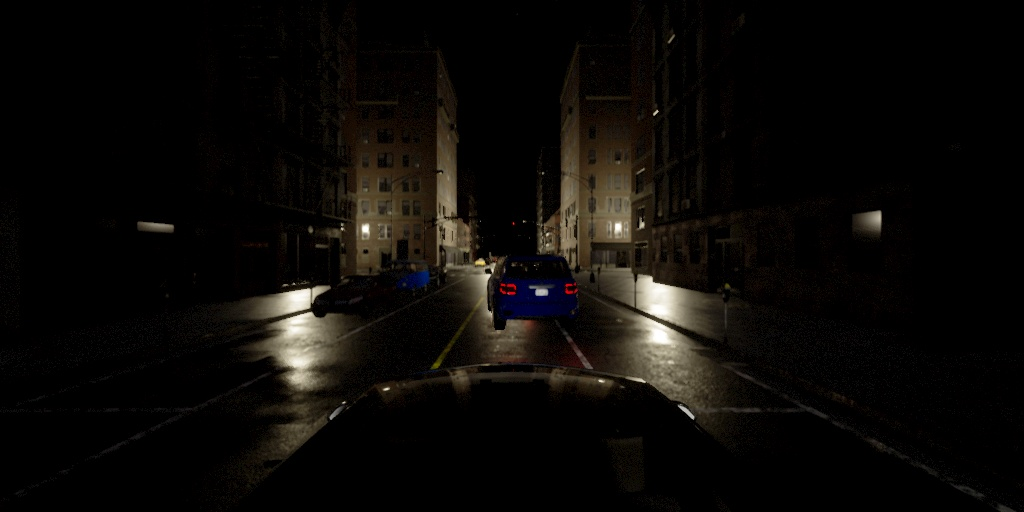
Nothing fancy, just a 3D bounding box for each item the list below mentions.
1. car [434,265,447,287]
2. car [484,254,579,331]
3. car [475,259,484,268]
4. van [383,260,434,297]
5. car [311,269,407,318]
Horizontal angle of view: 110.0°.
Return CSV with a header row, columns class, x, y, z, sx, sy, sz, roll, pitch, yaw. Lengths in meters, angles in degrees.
class,x,y,z,sx,sy,sz,roll,pitch,yaw
car,-5.401,1.275,23.659,2.007,1.370,4.403,0,0,0
car,0.395,0.960,11.233,2.150,2.045,5.566,0,0,-7
car,-5.418,1.205,61.453,1.751,1.417,4.829,0,0,0
van,-5.400,1.071,18.253,1.690,1.789,3.998,0,0,0
car,-5.399,1.319,12.847,1.802,1.307,4.207,0,0,0
